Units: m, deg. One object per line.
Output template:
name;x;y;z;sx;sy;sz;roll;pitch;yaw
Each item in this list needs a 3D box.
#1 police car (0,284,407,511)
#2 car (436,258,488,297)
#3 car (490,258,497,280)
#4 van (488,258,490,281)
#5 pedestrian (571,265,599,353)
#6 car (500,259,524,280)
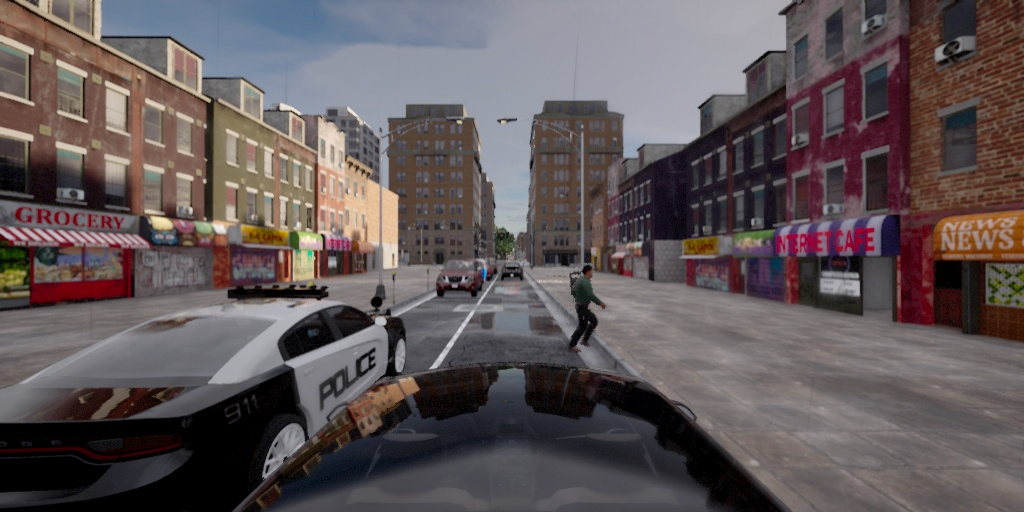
police car;-2.755;1.176;4.418;1.930;1.638;5.238;0;0;0
car;-2.680;1.077;19.219;2.192;1.841;5.009;0;0;0
car;-2.709;1.096;30.446;2.192;1.841;5.009;0;0;0
van;-2.695;1.112;24.833;1.690;1.789;3.998;0;0;0
pedestrian;1.509;1.045;7.441;0.375;1.860;0.375;0;0;0
car;0.009;1.289;31.338;1.837;1.490;4.892;0;0;0
